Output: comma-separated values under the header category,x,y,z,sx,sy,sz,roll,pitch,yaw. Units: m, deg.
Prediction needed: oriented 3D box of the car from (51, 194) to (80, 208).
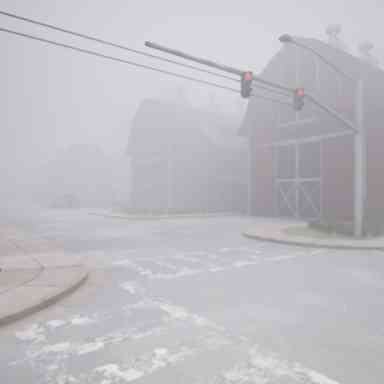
category,x,y,z,sx,sy,sz,roll,pitch,yaw
car,-18.081,1.290,47.577,3.866,1.878,1.905,-1,5,11
